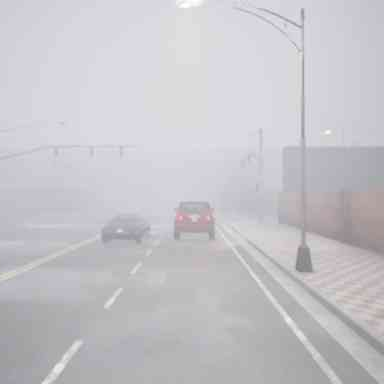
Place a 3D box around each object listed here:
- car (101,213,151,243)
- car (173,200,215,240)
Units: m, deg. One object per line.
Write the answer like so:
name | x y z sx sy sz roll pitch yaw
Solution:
car | -3.376 1.799 17.578 1.994 1.385 4.181 0 -1 0
car | 0.126 1.475 18.923 2.150 2.045 5.566 0 -1 0
